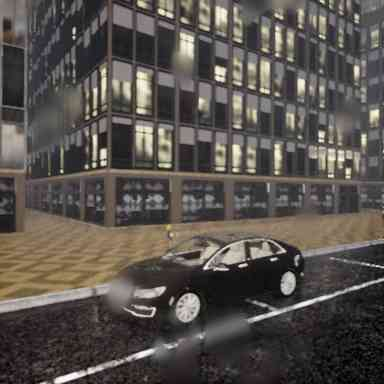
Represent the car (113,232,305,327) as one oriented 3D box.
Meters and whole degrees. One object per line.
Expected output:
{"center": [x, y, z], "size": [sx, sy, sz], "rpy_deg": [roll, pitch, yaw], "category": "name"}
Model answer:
{"center": [0.551, 1.561, 6.949], "size": [4.403, 1.369, 2.008], "rpy_deg": [0, 0, -36], "category": "car"}
